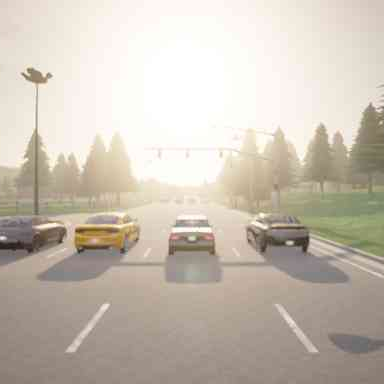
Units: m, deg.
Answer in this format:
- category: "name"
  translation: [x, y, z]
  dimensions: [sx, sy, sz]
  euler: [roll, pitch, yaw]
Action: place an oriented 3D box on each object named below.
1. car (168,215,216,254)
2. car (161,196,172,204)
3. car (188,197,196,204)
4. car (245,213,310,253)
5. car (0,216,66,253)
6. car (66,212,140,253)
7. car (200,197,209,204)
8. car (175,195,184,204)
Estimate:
- category: "car"
  translation: [-0.003, 1.678, 13.988]
  dimensions: [2.033, 1.411, 5.357]
  euler: [0, 0, 0]
- category: "car"
  translation: [-7.024, 2.308, 88.184]
  dimensions: [1.837, 1.490, 4.892]
  euler: [0, -1, 0]
- category: "car"
  translation: [-0.024, 2.161, 88.124]
  dimensions: [2.097, 1.767, 4.553]
  euler: [0, -1, 0]
- category: "car"
  translation: [3.500, 1.626, 14.299]
  dimensions: [2.128, 1.511, 4.902]
  euler: [0, 0, 0]
- category: "car"
  translation: [-6.997, 1.698, 14.321]
  dimensions: [1.994, 1.385, 4.181]
  euler: [0, 0, 0]
- category: "car"
  translation: [-3.498, 1.613, 14.482]
  dimensions: [1.882, 1.535, 5.008]
  euler: [0, 0, 0]
- category: "car"
  translation: [3.476, 2.332, 88.186]
  dimensions: [1.812, 1.442, 4.674]
  euler: [0, -1, 0]
- category: "car"
  translation: [-3.524, 2.264, 87.769]
  dimensions: [1.882, 1.535, 5.008]
  euler: [0, -1, 0]
